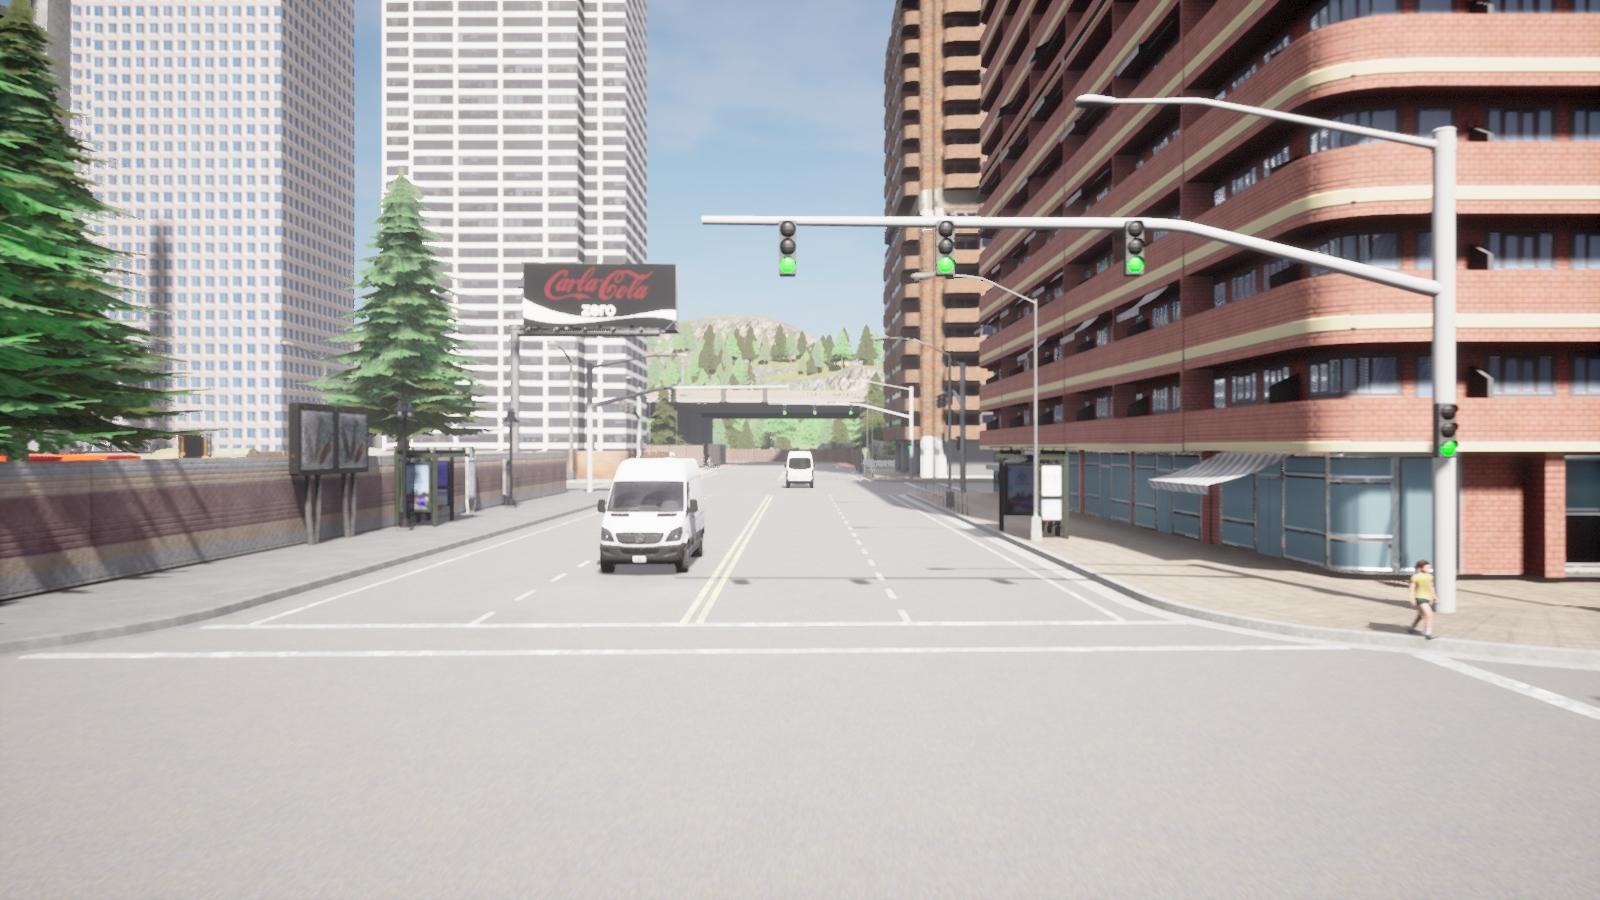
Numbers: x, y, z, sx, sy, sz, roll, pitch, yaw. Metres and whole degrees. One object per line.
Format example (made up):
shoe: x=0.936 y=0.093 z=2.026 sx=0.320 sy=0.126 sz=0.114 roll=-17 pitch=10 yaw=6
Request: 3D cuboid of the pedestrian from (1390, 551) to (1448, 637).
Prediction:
pedestrian: x=8.551 y=1.979 z=15.791 sx=0.500 sy=1.100 sz=0.500 roll=0 pitch=0 yaw=-20

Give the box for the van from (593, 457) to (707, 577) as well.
van: x=-3.507 y=1.478 z=27.842 sx=1.988 sy=2.561 sz=5.915 roll=0 pitch=0 yaw=0
